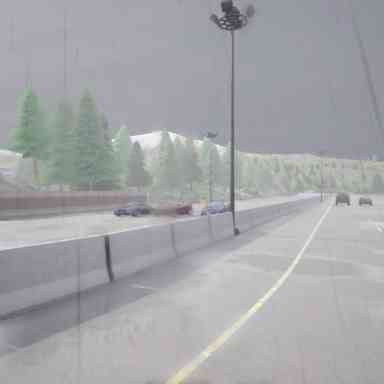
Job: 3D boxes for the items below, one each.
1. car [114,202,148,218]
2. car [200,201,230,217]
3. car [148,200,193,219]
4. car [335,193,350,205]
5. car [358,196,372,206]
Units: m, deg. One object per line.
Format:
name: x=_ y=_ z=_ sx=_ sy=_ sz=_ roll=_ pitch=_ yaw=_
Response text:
car: x=-5.221 y=1.564 z=30.375 sx=1.994 sy=1.385 sz=4.181 roll=0 pitch=0 yaw=25
car: x=2.326 y=1.541 z=30.074 sx=1.812 sy=1.442 sz=4.674 roll=0 pitch=0 yaw=24
car: x=-1.575 y=1.478 z=29.943 sx=1.882 sy=1.535 sz=5.008 roll=0 pitch=0 yaw=24
car: x=25.960 y=1.221 z=57.348 sx=2.150 sy=2.045 sz=5.566 roll=0 pitch=0 yaw=24
car: x=29.446 y=1.492 z=56.579 sx=2.128 sy=1.511 sz=4.902 roll=0 pitch=0 yaw=24
